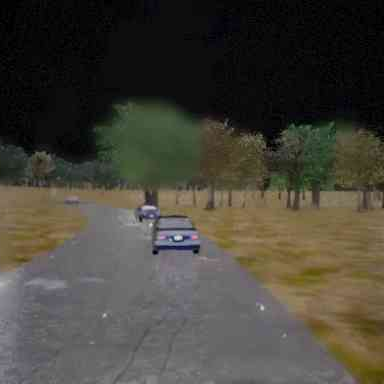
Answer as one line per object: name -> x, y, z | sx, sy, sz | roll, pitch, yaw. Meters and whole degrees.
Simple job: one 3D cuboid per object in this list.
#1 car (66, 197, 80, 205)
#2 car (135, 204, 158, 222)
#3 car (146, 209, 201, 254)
car -> -22.468, 1.610, 62.664 | 1.882, 1.535, 5.008 | 0, 0, -28
car -> -3.926, 1.799, 29.429 | 1.812, 1.442, 4.674 | 0, 0, -16
car -> -0.805, 1.686, 14.172 | 2.033, 1.411, 5.357 | 0, -1, -7
